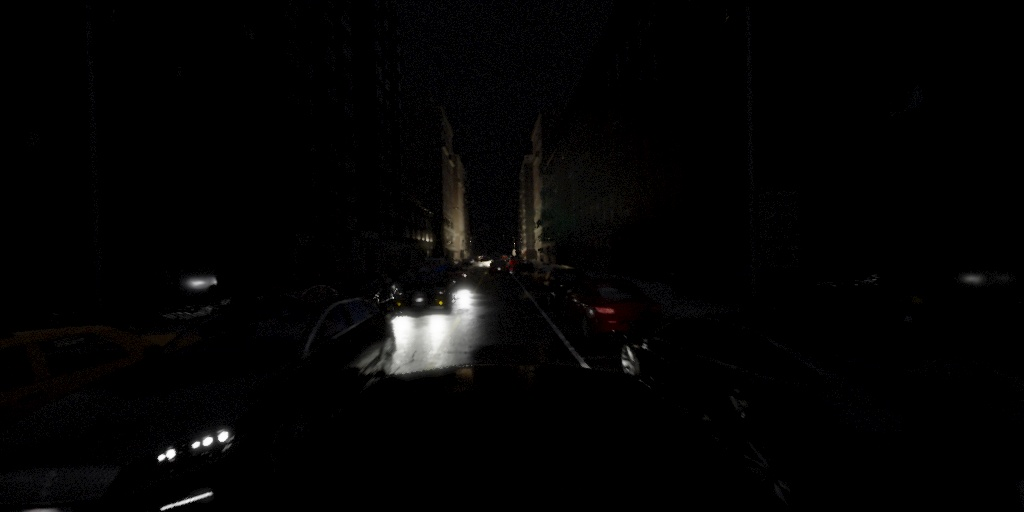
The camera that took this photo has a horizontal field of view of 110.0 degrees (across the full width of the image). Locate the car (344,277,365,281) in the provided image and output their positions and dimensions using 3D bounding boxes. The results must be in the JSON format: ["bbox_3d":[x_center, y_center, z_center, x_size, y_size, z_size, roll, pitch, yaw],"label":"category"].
[{"bbox_3d":[-5.594,1.405,8.976,2.007,1.370,4.403,0,0,-2],"label":"car"}]

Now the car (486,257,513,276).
[{"bbox_3d":[-1.254,1.142,34.869,1.994,1.385,4.181,-2,0,-2],"label":"car"}]

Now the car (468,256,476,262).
[{"bbox_3d":[-7.876,1.157,63.054,1.802,1.307,4.207,0,0,-2],"label":"car"}]

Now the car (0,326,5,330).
[{"bbox_3d":[-5.358,1.406,3.398,1.751,1.417,4.829,0,0,-2],"label":"car"}]

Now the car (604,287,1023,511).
[{"bbox_3d":[2.650,1.232,3.896,1.948,1.339,4.313,0,0,-2],"label":"car"}]

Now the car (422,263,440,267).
[{"bbox_3d":[-6.278,1.355,25.199,1.802,1.307,4.207,0,0,-2],"label":"car"}]

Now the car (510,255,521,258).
[{"bbox_3d":[0.623,0.758,54.024,2.097,1.767,4.553,-2,0,-2],"label":"car"}]

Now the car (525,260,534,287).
[{"bbox_3d":[1.958,1.111,20.289,1.751,1.417,4.829,0,0,-2],"label":"car"}]

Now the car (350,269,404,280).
[{"bbox_3d":[-5.822,1.394,14.383,1.948,1.339,4.313,0,0,-2],"label":"car"}]

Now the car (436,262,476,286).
[{"bbox_3d":[-3.715,1.310,24.495,1.895,1.301,4.718,-2,0,-2],"label":"car"}]

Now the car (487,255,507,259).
[{"bbox_3d":[-1.852,0.998,48.746,2.128,1.511,4.902,-2,0,-2],"label":"car"}]

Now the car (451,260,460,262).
[{"bbox_3d":[-6.735,1.157,36.015,1.967,1.591,4.097,0,0,-2],"label":"car"}]

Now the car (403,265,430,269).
[{"bbox_3d":[-6.050,1.366,19.791,1.948,1.339,4.313,0,0,-2],"label":"car"}]

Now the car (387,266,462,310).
[{"bbox_3d":[-3.310,1.325,14.412,1.994,1.385,4.181,-2,0,-3],"label":"car"}]

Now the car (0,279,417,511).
[{"bbox_3d":[-2.898,1.301,4.563,2.128,1.511,4.902,-2,0,-3],"label":"car"}]

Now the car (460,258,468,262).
[{"bbox_3d":[-7.184,1.186,46.660,1.751,1.417,4.829,0,0,-2],"label":"car"}]

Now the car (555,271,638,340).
[{"bbox_3d":[2.422,1.222,9.304,1.802,1.307,4.207,0,0,-2],"label":"car"}]

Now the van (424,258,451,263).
[{"bbox_3d":[-6.507,1.086,30.607,1.690,1.789,3.998,0,0,-2],"label":"van"}]

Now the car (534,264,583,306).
[{"bbox_3d":[2.193,1.179,14.712,1.948,1.339,4.313,0,0,-2],"label":"car"}]

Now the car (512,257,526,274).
[{"bbox_3d":[1.281,1.053,36.343,2.007,1.370,4.403,0,0,-2],"label":"car"}]
